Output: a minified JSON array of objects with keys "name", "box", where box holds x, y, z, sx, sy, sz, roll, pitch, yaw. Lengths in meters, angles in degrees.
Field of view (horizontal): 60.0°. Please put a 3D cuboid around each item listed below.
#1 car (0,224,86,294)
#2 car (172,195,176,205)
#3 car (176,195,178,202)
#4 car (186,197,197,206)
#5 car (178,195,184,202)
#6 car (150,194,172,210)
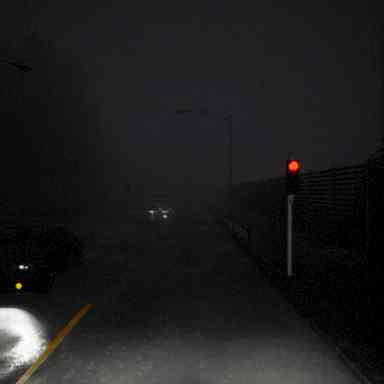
[{"name":"car","box":[-4.232,1.564,8.622,1.994,1.385,4.181,0,0,-1]},{"name":"car","box":[-4.249,1.352,53.786,2.097,1.767,4.553,0,0,0]},{"name":"car","box":[-4.226,1.525,63.979,1.812,1.442,4.674,0,0,0]},{"name":"car","box":[-0.072,1.525,56.520,1.812,1.442,4.674,0,0,0]},{"name":"car","box":[-3.944,1.500,77.035,4.892,1.490,1.837,0,0,40]},{"name":"car","box":[-4.231,1.221,43.935,2.150,2.045,5.566,0,0,0]}]
